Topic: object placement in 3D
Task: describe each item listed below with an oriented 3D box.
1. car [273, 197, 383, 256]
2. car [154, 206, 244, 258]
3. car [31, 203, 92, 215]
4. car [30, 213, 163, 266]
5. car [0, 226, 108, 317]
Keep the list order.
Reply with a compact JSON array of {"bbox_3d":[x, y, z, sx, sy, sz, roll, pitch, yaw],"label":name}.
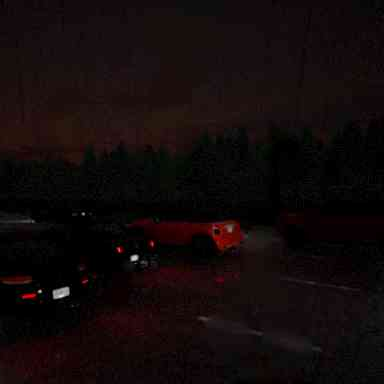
[{"bbox_3d":[5.966,1.217,12.634,5.566,2.045,2.150,0,0,36],"label":"car"},{"bbox_3d":[-0.394,1.337,12.871,4.553,1.767,2.097,0,0,36],"label":"car"},{"bbox_3d":[-9.230,1.505,23.473,5.357,1.411,2.033,0,0,35],"label":"car"},{"bbox_3d":[-3.435,1.583,10.742,4.718,1.301,1.895,0,0,36],"label":"car"},{"bbox_3d":[-4.054,1.511,6.884,4.674,1.442,1.812,0,0,36],"label":"car"}]
